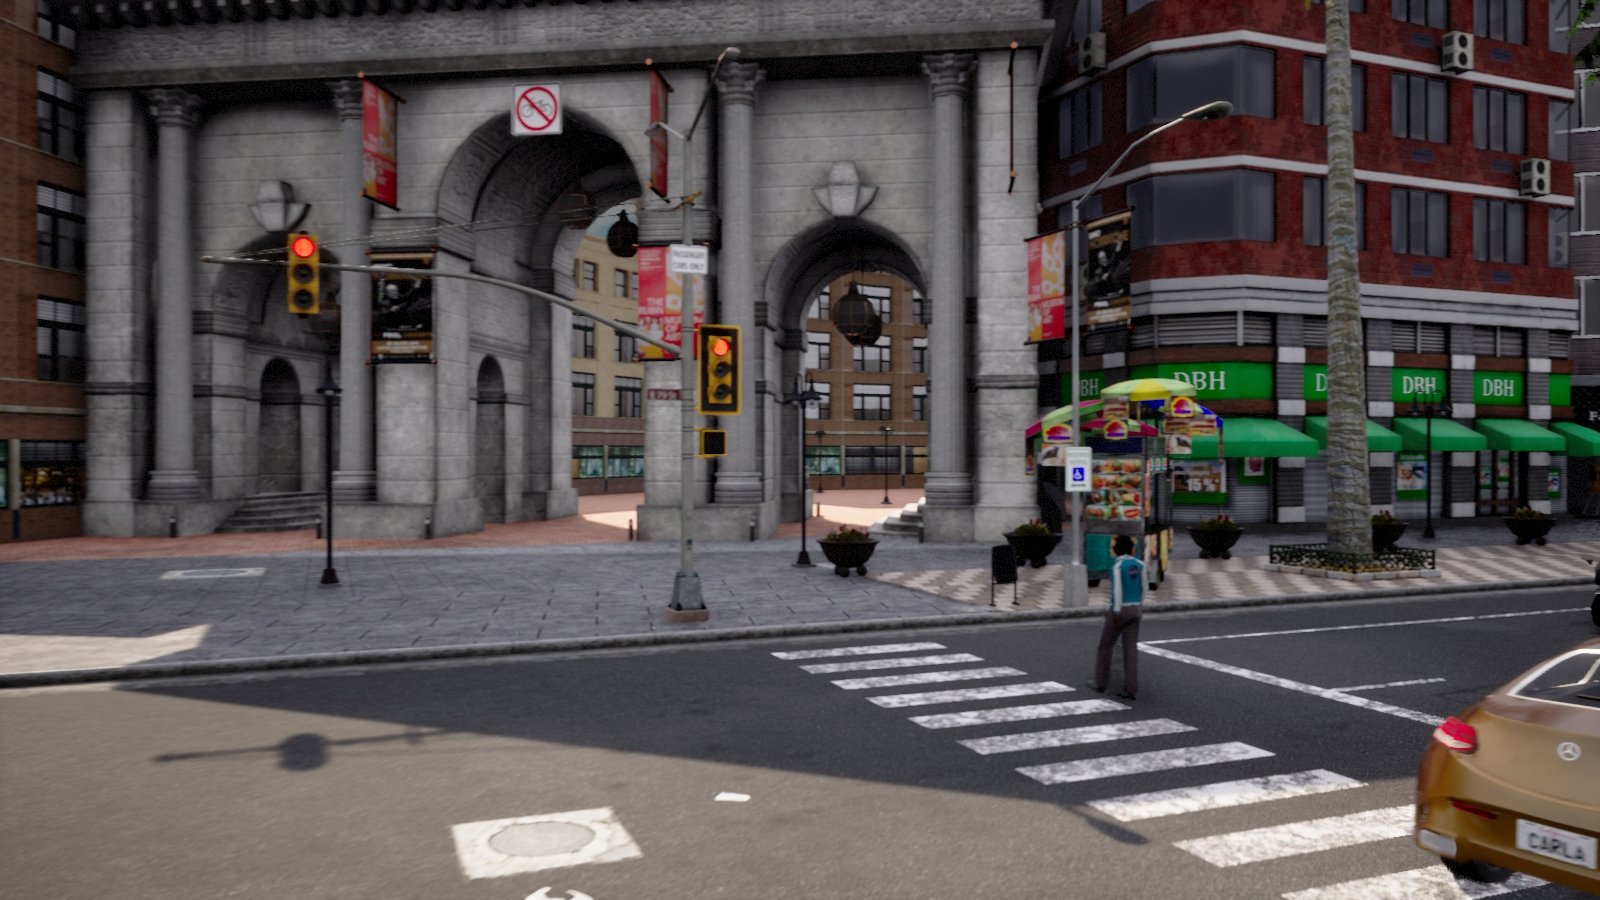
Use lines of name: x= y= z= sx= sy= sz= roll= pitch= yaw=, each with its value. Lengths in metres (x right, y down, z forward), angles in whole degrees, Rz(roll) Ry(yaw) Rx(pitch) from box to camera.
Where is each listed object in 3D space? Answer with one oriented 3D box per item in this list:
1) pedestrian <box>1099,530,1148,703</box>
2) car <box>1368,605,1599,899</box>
pedestrian: x=3.624 y=1.850 z=12.819 sx=0.375 sy=1.860 sz=0.375 roll=0 pitch=0 yaw=-22
car: x=6.256 y=1.993 z=7.495 sx=5.027 sy=1.651 sz=2.152 roll=0 pitch=0 yaw=-31
